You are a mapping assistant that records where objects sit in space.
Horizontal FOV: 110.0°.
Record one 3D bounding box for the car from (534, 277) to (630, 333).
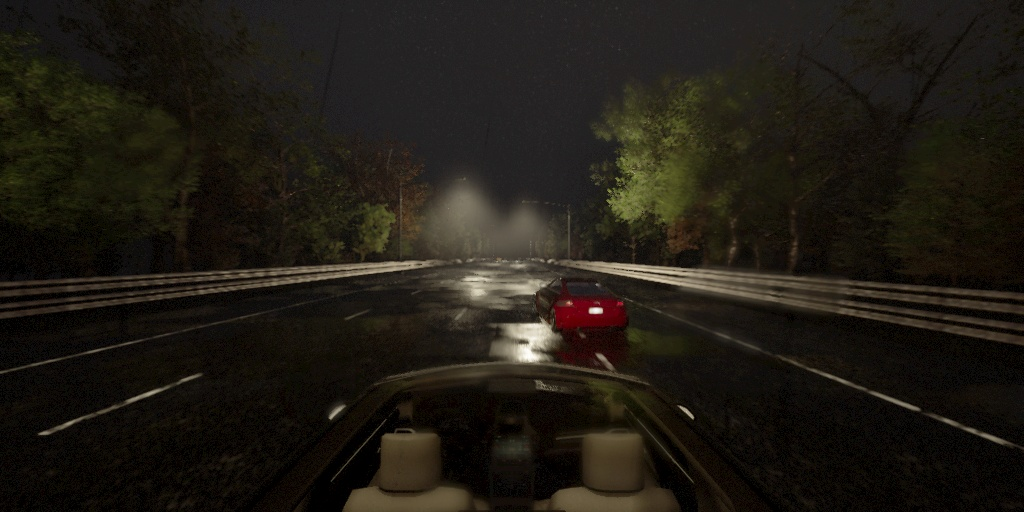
[{"bbox_3d":[1.882,1.309,10.759,1.994,1.385,4.181,0,0,-5],"label":"car"}]
